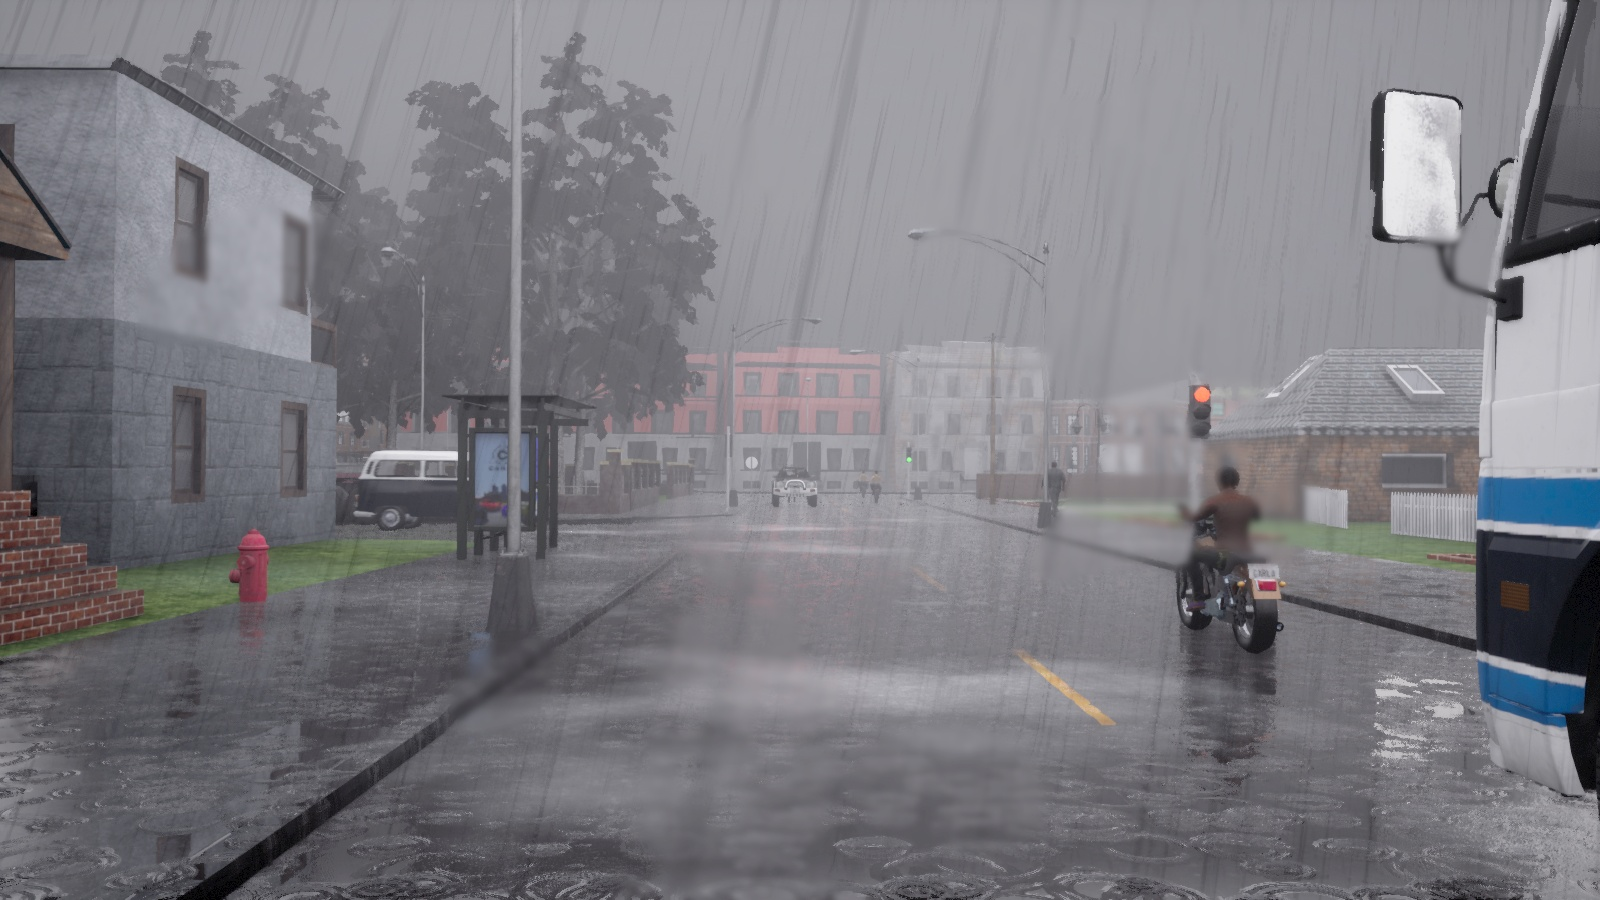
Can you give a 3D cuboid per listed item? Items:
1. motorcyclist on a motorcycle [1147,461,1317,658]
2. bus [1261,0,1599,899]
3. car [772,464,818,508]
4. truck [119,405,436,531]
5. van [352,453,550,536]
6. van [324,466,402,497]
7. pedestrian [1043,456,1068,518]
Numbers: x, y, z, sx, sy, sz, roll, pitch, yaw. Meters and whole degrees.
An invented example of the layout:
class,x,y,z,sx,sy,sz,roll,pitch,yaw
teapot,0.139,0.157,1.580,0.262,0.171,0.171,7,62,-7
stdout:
class,x,y,z,sx,sy,sz,roll,pitch,yaw
motorcyclist on a motorcycle,3.954,0.946,11.733,0.766,1.649,2.350,0,-1,0
bus,3.998,-0.572,0.333,3.944,4.253,10.273,0,-1,0
car,-0.262,1.567,55.802,1.932,1.855,4.605,0,-1,-2
truck,-14.878,0.500,36.276,7.936,3.462,2.891,0,-1,-4
van,-8.824,1.110,32.044,4.480,2.038,2.069,0,-1,0
van,-28.225,2.041,81.259,4.442,1.987,1.775,0,-1,0
pedestrian,7.926,1.144,39.003,0.563,1.883,0.849,0,-1,-1
